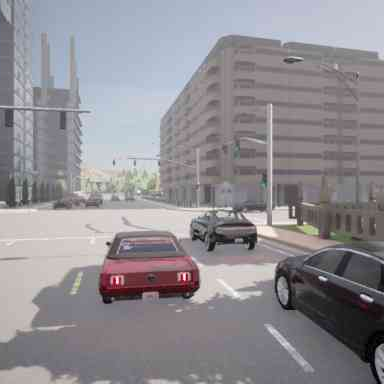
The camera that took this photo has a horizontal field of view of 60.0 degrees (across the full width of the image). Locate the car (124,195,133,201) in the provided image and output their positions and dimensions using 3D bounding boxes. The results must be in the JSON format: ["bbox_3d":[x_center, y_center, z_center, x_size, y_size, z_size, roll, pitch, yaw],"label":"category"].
[{"bbox_3d":[-17.135,1.535,89.204,2.033,1.411,5.357,0,0,-14],"label":"car"}]

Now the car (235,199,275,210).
[{"bbox_3d":[6.987,1.560,37.768,4.892,1.490,1.837,0,0,-14],"label":"car"}]

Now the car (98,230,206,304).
[{"bbox_3d":[-1.173,1.601,8.230,1.895,1.301,4.718,0,0,-11],"label":"car"}]

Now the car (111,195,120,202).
[{"bbox_3d":[-18.155,1.548,78.589,1.994,1.385,4.181,0,0,-14],"label":"car"}]

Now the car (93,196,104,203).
[{"bbox_3d":[-19.541,1.525,69.482,2.128,1.511,4.902,0,0,-14],"label":"car"}]

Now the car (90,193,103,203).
[{"bbox_3d":[-17.014,1.222,58.810,2.150,2.045,5.566,0,0,-13],"label":"car"}]

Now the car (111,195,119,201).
[{"bbox_3d":[-20.536,1.548,88.376,1.994,1.385,4.181,0,0,-14],"label":"car"}]

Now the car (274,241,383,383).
[{"bbox_3d":[2.821,1.503,5.014,1.837,1.490,4.892,0,-1,-7],"label":"car"}]

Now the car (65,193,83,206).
[{"bbox_3d":[-19.330,1.218,53.454,2.150,2.045,5.566,0,1,-13],"label":"car"}]

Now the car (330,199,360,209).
[{"bbox_3d":[17.675,1.603,40.432,5.357,1.411,2.033,0,0,-14],"label":"car"}]

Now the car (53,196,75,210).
[{"bbox_3d":[-16.986,1.601,43.775,1.895,1.301,4.718,0,0,-14],"label":"car"}]

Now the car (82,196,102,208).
[{"bbox_3d":[-14.703,1.601,49.235,1.895,1.301,4.718,0,0,-13],"label":"car"}]

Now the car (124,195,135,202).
[{"bbox_3d":[-14.764,1.591,79.457,1.895,1.301,4.718,0,0,-14],"label":"car"}]

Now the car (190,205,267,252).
[{"bbox_3d":[1.155,1.492,14.081,2.128,1.511,4.902,0,0,-12],"label":"car"}]
